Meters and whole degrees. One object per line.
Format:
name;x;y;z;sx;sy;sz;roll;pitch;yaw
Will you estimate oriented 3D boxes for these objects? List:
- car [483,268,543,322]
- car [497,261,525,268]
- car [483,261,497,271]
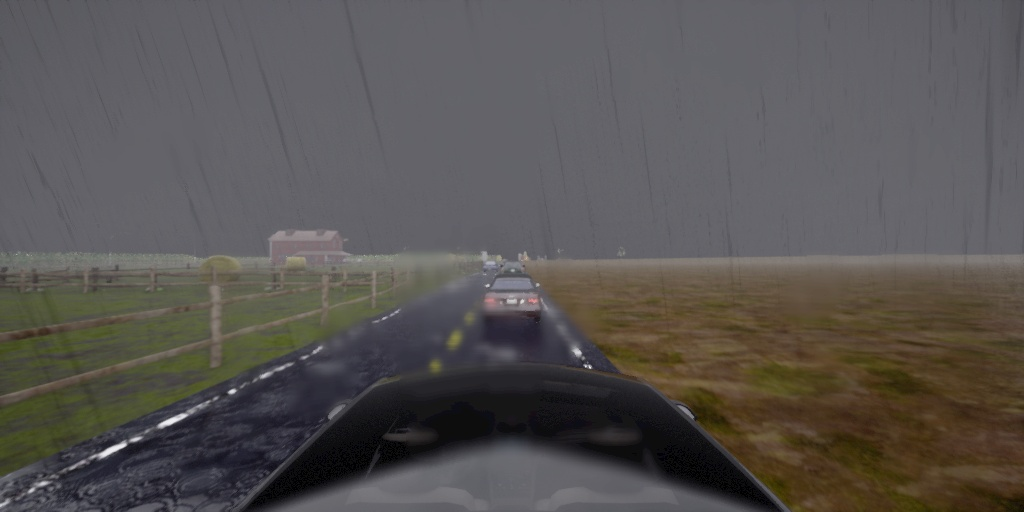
car;0.042;1.321;12.392;2.033;1.411;5.357;0;0;0
car;0.070;1.170;30.882;2.097;1.767;4.553;0;0;0
car;-2.836;1.399;47.726;1.812;1.442;4.674;0;0;0
